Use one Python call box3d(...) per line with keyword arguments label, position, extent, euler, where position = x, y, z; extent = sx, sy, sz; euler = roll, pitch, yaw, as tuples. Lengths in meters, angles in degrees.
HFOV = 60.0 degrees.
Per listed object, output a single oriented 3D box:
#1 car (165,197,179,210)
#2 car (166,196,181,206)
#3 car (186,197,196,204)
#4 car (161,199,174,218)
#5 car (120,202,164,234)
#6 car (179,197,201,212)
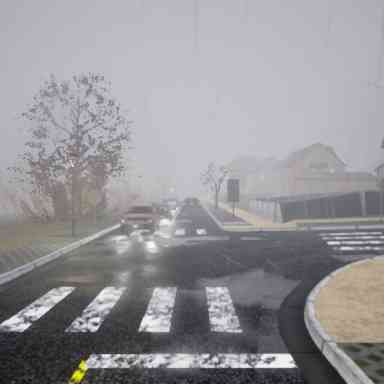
box3d(label="car", position=(-3.013, 1.529, 42.945), extent=(1.812, 1.442, 4.674), euler=(0, 0, 0))
box3d(label="car", position=(-3.012, 1.503, 54.203), extent=(2.128, 1.511, 4.902), euler=(0, 0, 0))
box3d(label="car", position=(-0.139, 1.620, 63.275), extent=(1.895, 1.301, 4.718), euler=(0, 0, 0))
box3d(label="car", position=(-2.963, 1.599, 30.381), extent=(1.895, 1.301, 4.718), euler=(0, 0, 0))
box3d(label="car", position=(-2.923, 1.521, 19.486), extent=(1.812, 1.442, 4.674), euler=(0, 0, 0))
box3d(label="car", position=(-0.044, 1.354, 38.297), extent=(2.097, 1.767, 4.553), euler=(0, 0, 0))
